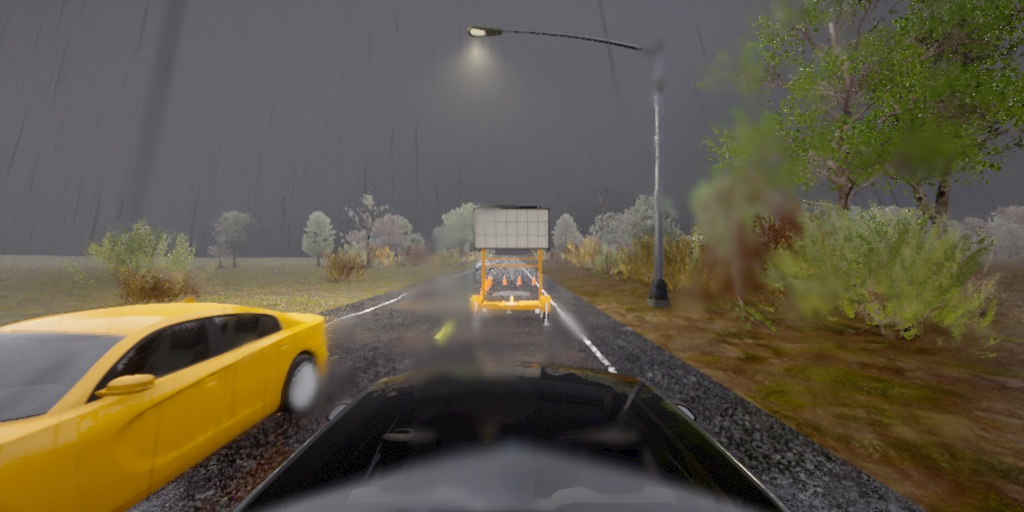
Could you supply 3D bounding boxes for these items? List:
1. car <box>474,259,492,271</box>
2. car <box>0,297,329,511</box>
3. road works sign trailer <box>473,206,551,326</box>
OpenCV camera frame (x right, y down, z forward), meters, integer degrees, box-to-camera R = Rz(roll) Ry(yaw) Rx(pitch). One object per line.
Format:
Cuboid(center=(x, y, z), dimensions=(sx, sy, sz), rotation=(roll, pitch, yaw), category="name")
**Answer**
Cuboid(center=(-3.594, 1.170, 45.733), dimensions=(1.812, 1.442, 4.674), rotation=(0, 0, 0), category="car")
Cuboid(center=(-3.601, 1.225, 3.174), dimensions=(1.882, 1.535, 5.008), rotation=(0, 0, 0), category="car")
Cuboid(center=(0.001, 0.196, 11.584), dimensions=(2.380, 3.560, 2.880), rotation=(0, 0, 0), category="road works sign trailer")
